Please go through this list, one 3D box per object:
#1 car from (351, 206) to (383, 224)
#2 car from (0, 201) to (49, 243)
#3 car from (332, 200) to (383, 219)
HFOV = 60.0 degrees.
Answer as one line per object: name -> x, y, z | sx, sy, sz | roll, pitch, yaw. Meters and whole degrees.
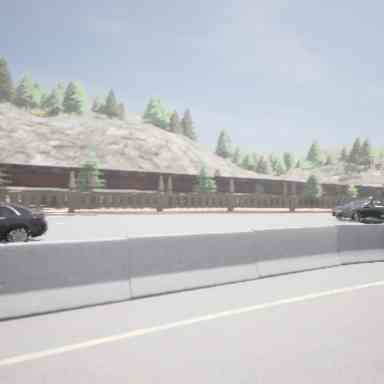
car -> 10.603, 1.561, 16.617 | 4.718, 1.301, 1.895 | 1, 1, -22
car -> -7.468, 1.037, 11.147 | 4.892, 1.490, 1.837 | 1, 1, -31
car -> 12.835, 1.361, 24.898 | 4.902, 1.511, 2.128 | 1, 1, -19
